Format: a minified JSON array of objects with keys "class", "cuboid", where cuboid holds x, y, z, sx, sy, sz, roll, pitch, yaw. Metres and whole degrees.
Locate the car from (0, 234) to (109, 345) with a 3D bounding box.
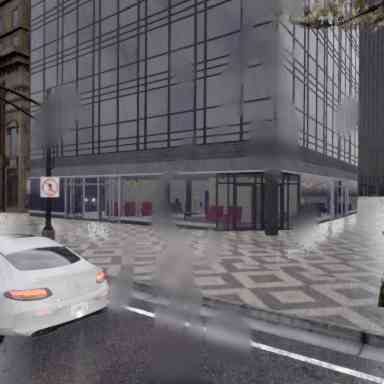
[{"class":"car","cuboid":[-3.522,1.524,6.190,4.674,1.442,1.812,0,0,35]}]
